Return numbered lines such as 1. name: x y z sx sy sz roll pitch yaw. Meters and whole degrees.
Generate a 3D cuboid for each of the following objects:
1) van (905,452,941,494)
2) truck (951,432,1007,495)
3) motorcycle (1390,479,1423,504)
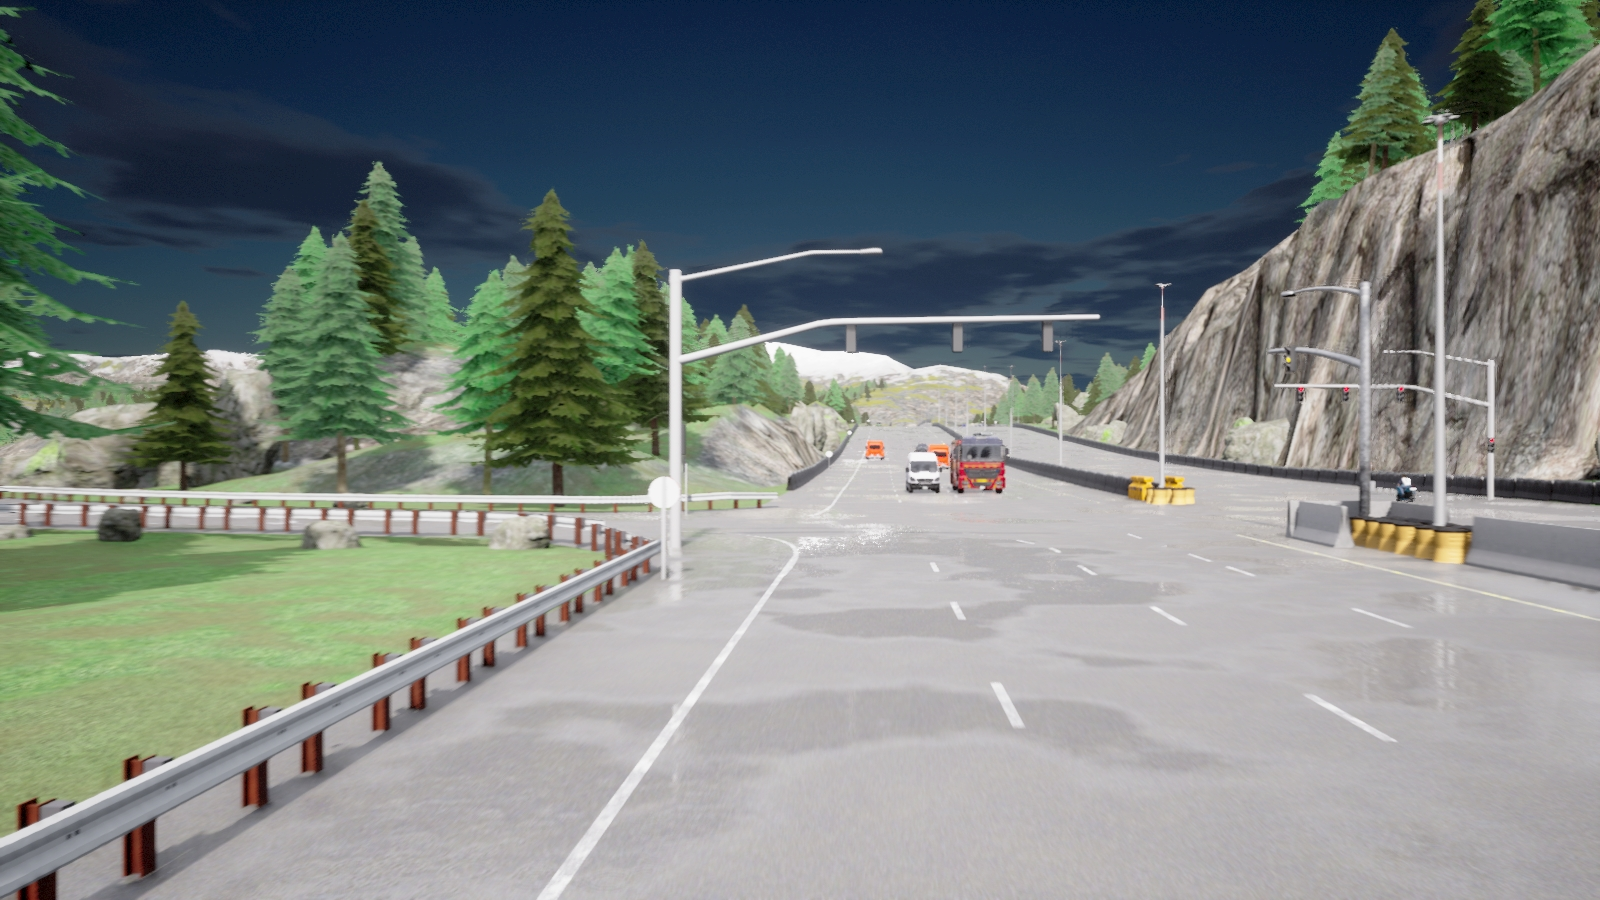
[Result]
1. van: 7.974 1.463 74.271 1.988 2.561 5.915 0 0 3
2. truck: 11.471 0.823 73.946 2.891 3.827 8.468 0 0 4
3. motorcycle: 31.745 2.181 59.843 0.803 1.217 2.033 -2 0 6
